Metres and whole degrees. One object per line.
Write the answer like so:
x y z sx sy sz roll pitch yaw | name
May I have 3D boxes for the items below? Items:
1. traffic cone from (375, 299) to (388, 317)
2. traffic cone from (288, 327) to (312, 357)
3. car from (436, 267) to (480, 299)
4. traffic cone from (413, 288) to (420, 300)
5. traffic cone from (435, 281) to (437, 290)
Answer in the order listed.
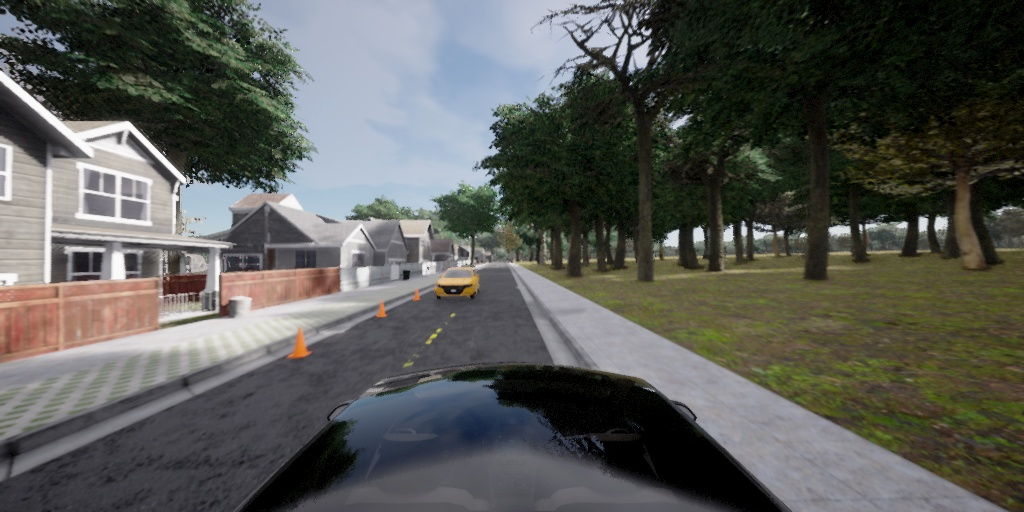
-4.540 1.805 12.521 0.340 0.580 0.340 0 0 -1 | traffic cone
-4.441 1.779 7.521 0.340 0.580 0.340 0 0 -1 | traffic cone
-2.755 1.342 19.055 1.882 1.535 5.008 -1 0 -1 | car
-4.638 1.831 17.521 0.340 0.580 0.340 0 0 -1 | traffic cone
-4.737 1.858 22.522 0.340 0.580 0.340 0 0 -1 | traffic cone
